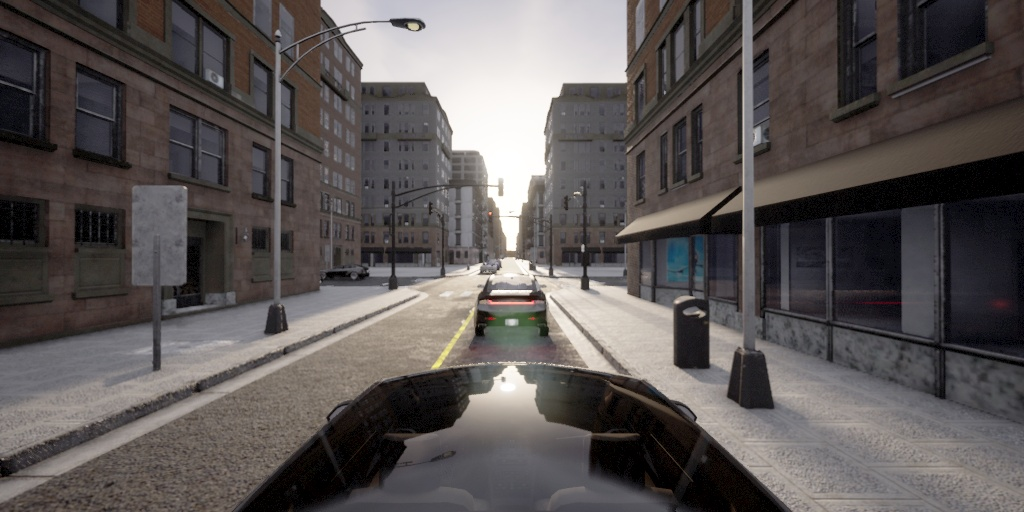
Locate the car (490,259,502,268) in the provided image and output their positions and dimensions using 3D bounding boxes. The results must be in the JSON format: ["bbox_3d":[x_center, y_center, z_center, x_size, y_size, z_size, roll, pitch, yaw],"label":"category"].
[{"bbox_3d":[-2.814,1.304,64.177,1.837,1.490,4.892,0,0,0],"label":"car"}]

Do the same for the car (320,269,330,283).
[{"bbox_3d":[-14.771,1.325,23.497,4.313,1.339,1.948,0,0,0],"label":"car"}]

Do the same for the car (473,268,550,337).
[{"bbox_3d":[0.000,1.256,10.354,2.128,1.511,4.902,0,0,0],"label":"car"}]

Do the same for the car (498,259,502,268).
[{"bbox_3d":[-2.844,1.274,53.893,1.882,1.535,5.008,0,0,0],"label":"car"}]

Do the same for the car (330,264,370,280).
[{"bbox_3d":[-14.767,1.379,31.524,4.313,1.339,1.948,0,0,0],"label":"car"}]

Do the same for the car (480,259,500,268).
[{"bbox_3d":[-2.850,1.394,43.654,1.895,1.301,4.718,0,0,0],"label":"car"}]
